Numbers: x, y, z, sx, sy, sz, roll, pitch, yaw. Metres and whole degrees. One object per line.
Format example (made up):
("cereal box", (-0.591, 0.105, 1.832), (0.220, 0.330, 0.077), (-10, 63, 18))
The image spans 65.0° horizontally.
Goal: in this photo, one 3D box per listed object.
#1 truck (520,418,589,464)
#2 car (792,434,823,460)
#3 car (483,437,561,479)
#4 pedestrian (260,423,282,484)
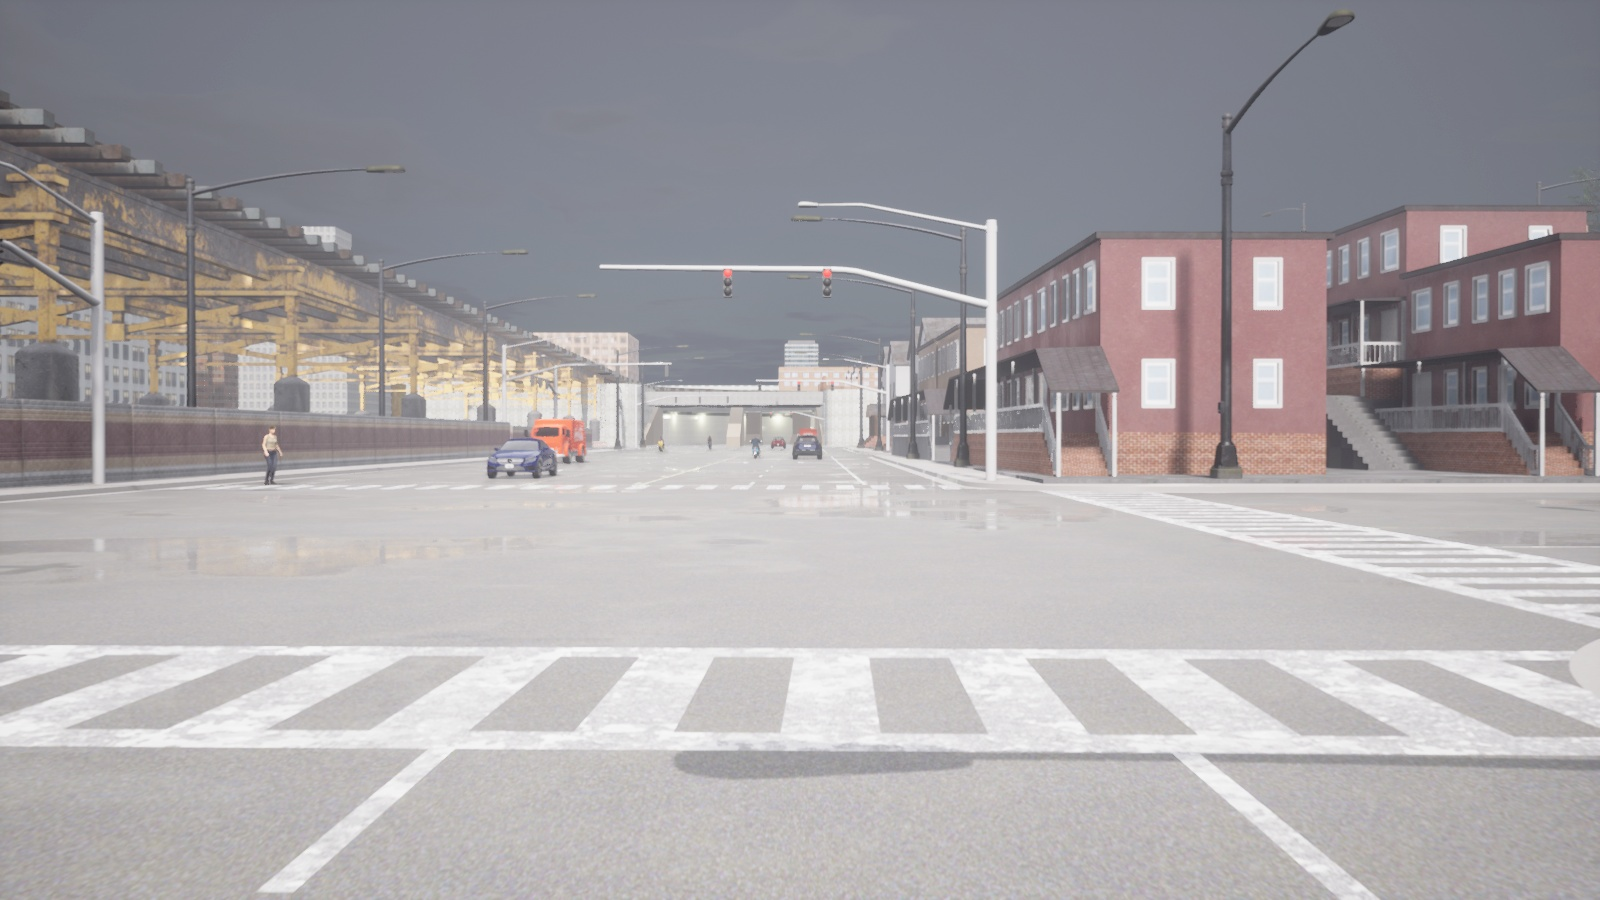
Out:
("truck", (-13.580, -0.509, 69.818), (2.627, 2.467, 5.204), (0, 1, 2))
("car", (0.487, -0.229, 83.385), (2.033, 1.649, 4.856), (0, 1, 0))
("car", (-10.163, 0.262, 46.232), (1.812, 1.442, 4.674), (0, 1, 0))
("pedestrian", (-16.180, 0.107, 38.393), (0.594, 1.836, 0.345), (0, 1, 35))
